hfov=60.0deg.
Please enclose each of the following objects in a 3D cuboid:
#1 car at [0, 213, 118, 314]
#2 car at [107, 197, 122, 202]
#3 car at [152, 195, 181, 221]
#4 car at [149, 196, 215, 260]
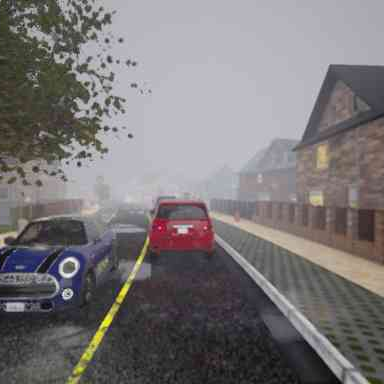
[{"bbox_3d":[-3.137,1.384,7.937,2.097,1.767,4.553,0,0,-3],"label":"car"},{"bbox_3d":[-19.288,1.888,84.464,2.033,1.411,5.357,1,-1,-26],"label":"car"},{"bbox_3d":[-2.424,1.338,29.981,2.150,2.045,5.566,0,0,-9],"label":"car"},{"bbox_3d":[-0.454,1.274,12.784,2.150,2.045,5.566,0,0,-4],"label":"car"}]
